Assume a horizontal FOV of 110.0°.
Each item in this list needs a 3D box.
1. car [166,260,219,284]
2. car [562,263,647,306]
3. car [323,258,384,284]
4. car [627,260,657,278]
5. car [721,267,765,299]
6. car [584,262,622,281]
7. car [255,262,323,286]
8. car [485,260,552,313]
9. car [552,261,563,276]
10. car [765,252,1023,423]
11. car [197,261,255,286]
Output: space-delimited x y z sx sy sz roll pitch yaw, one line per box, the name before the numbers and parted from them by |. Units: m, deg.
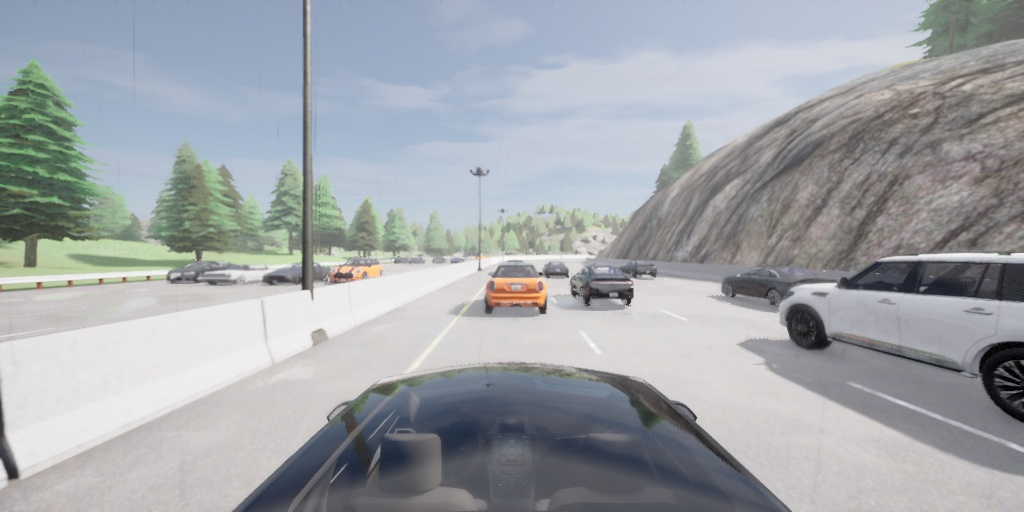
car | -20.981 1.064 24.717 2.128 1.511 4.902 0 0 0
car | 3.662 1.158 15.258 2.128 1.511 4.902 0 0 0
car | -10.484 0.939 24.513 2.097 1.767 4.553 0 0 0
car | 10.745 1.067 30.686 2.128 1.511 4.902 0 0 0
car | 10.659 1.171 14.724 2.128 1.511 4.902 0 0 0
car | 7.236 1.182 29.098 1.895 1.301 4.718 0 0 0
car | -13.990 1.134 23.832 2.033 1.411 5.357 0 0 0
car | 0.152 1.023 13.685 2.097 1.767 4.553 0 0 0
car | 3.748 1.126 31.220 1.994 1.385 4.181 0 0 0
car | 7.092 0.956 5.685 2.150 2.045 5.566 0 1 1
car | -17.491 1.185 23.507 1.895 1.301 4.718 0 0 0
